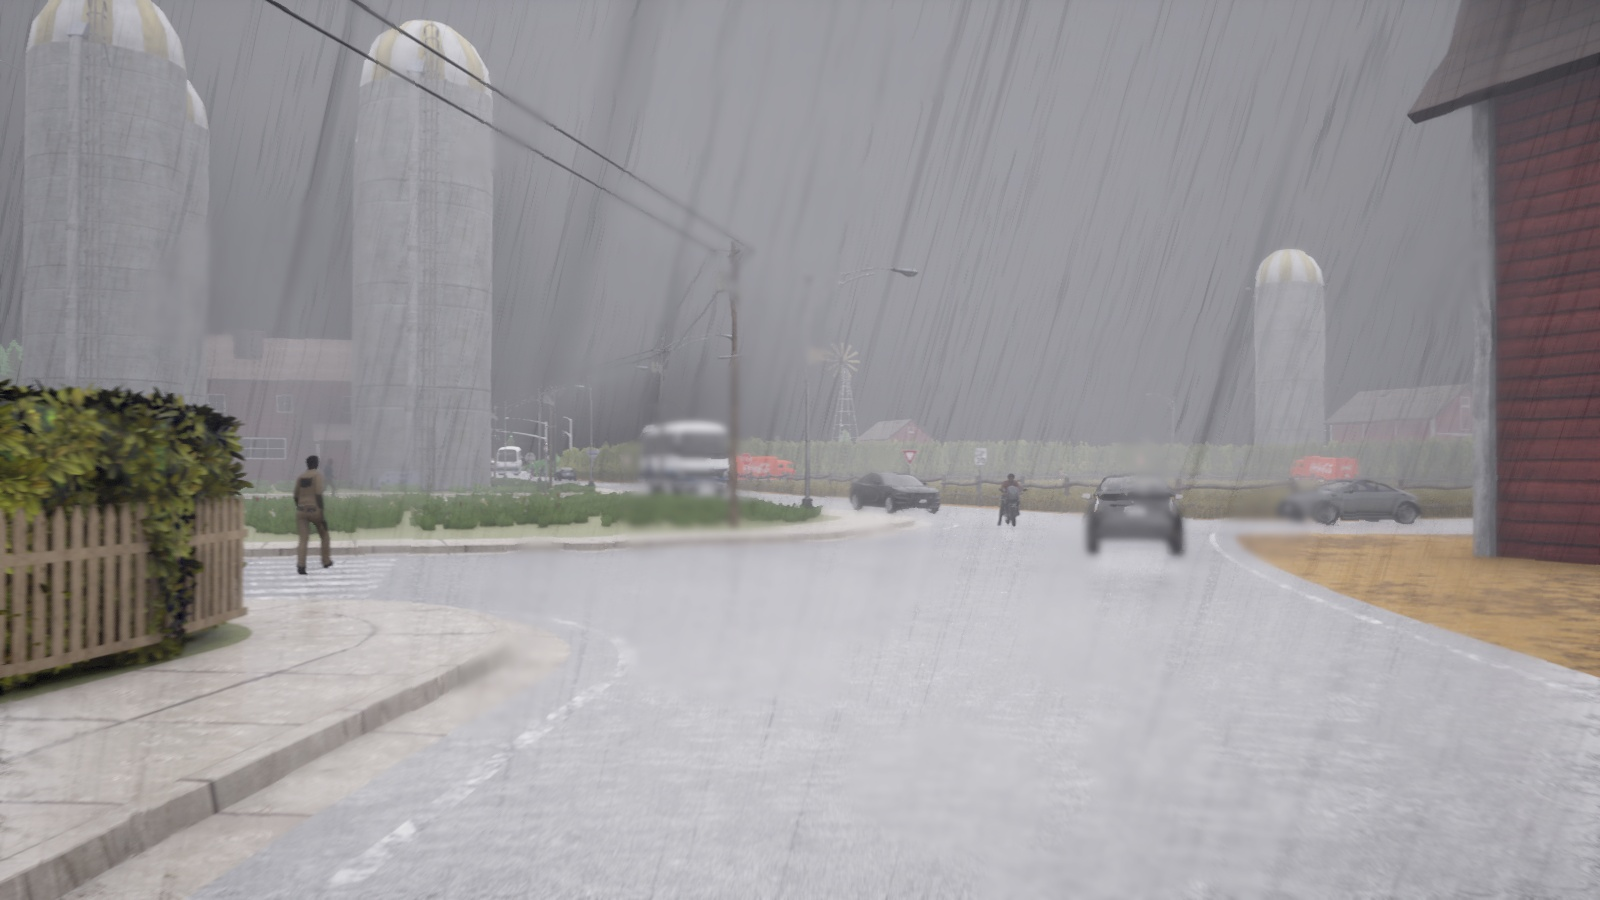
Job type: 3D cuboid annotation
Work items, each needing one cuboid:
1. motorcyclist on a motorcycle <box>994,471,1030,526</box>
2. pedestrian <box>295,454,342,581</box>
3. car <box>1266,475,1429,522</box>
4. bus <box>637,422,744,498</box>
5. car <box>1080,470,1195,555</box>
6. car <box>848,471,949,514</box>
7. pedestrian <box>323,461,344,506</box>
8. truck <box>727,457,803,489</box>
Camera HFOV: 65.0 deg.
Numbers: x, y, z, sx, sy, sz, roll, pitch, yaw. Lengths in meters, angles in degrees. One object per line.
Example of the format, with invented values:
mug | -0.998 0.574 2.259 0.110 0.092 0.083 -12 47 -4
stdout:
motorcyclist on a motorcycle | 6.133 1.387 36.394 0.797 1.523 2.044 0 -1 3
pedestrian | -7.449 1.033 19.441 0.396 1.930 0.692 0 -1 7
car | 16.921 1.485 38.914 4.181 1.385 1.994 0 -1 -7
bus | -6.796 0.613 75.817 3.944 4.253 10.273 0 -1 -20
car | 6.666 1.160 25.027 2.007 1.525 4.514 0 -1 14
car | 3.609 1.554 47.245 1.882 1.535 5.008 0 -1 -20
pedestrian | -19.027 1.363 51.241 0.726 1.835 0.370 0 -1 -39
truck | -2.717 1.765 96.813 5.204 2.467 2.627 0 -1 -26
